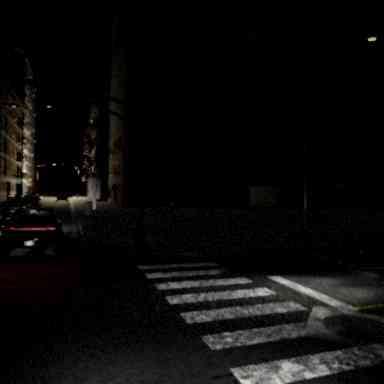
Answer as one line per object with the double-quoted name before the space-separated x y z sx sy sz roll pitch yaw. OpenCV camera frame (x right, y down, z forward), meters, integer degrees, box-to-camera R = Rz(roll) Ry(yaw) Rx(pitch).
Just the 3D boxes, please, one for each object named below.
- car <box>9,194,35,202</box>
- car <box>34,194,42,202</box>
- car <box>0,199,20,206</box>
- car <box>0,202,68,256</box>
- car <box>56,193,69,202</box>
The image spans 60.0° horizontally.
"car" -14.544 1.141 27.762 1.812 1.442 4.674 1 0 -20
"car" -18.094 1.008 37.563 2.128 1.511 4.902 1 0 -20
"car" -11.094 1.277 18.303 1.994 1.385 4.181 1 0 -20
"car" -5.832 1.341 12.515 2.128 1.511 4.902 1 0 -20
"car" -22.149 0.923 56.825 1.812 1.442 4.674 1 0 -20
